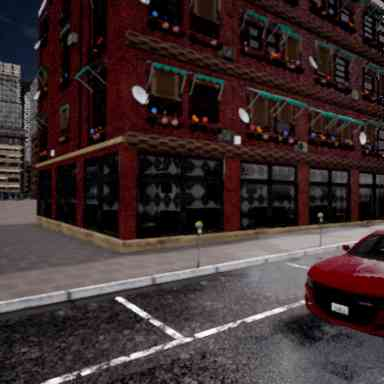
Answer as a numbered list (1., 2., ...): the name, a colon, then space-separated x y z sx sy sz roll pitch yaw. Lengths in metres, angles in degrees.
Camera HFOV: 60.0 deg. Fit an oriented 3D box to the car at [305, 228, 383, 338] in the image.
1. car: 4.218 1.447 6.375 5.008 1.535 1.882 0 0 -36
